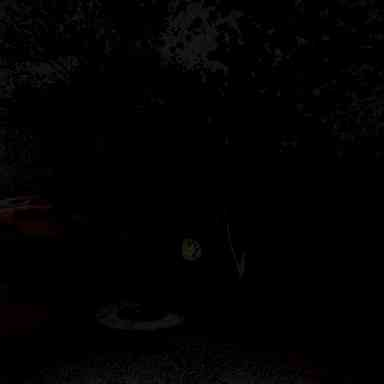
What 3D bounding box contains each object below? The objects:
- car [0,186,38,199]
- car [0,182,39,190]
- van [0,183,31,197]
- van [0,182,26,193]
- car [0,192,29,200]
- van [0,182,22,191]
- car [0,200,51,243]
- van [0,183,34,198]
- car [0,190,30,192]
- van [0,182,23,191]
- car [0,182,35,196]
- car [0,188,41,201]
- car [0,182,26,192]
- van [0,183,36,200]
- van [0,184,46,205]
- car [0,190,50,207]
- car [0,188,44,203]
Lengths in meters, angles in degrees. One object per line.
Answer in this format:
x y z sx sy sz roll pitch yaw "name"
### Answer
-23.226 0.084 43.884 5.008 1.535 2.097 1 1 -30 "car"
-14.947 0.434 29.483 5.566 2.045 2.435 1 2 -30 "car"
-26.078 -0.316 48.624 4.442 1.987 1.878 1 1 -30 "van"
-34.195 -0.832 63.265 4.442 1.987 1.878 1 1 -30 "van"
-8.134 1.104 17.587 4.553 1.767 2.185 1 2 -30 "car"
-41.015 -1.257 75.169 4.442 1.987 1.878 1 1 -30 "van"
-6.793 1.339 15.169 5.008 1.535 2.097 1 2 -30 "car"
-24.499 -0.226 46.337 4.442 1.987 1.878 1 1 -30 "van"
-12.391 0.898 24.580 5.366 1.575 1.946 1 2 -30 "car"
-39.700 -1.175 72.875 4.442 1.987 1.878 1 1 -30 "van"
-27.376 -0.426 51.070 5.566 2.045 2.435 1 1 -30 "car"
-20.455 0.294 39.094 4.792 1.488 2.163 1 1 -30 "car"
-38.449 -1.117 70.399 5.566 2.045 2.435 1 1 -30 "car"
-21.934 -0.055 41.407 4.442 1.987 1.878 1 1 -30 "van"
-17.684 0.238 34.439 4.442 1.987 1.878 1 2 -30 "van"
-16.381 0.603 31.864 4.792 1.488 2.163 1 2 -30 "car"
-19.144 0.388 36.805 4.792 1.488 2.163 1 2 -30 "car"
